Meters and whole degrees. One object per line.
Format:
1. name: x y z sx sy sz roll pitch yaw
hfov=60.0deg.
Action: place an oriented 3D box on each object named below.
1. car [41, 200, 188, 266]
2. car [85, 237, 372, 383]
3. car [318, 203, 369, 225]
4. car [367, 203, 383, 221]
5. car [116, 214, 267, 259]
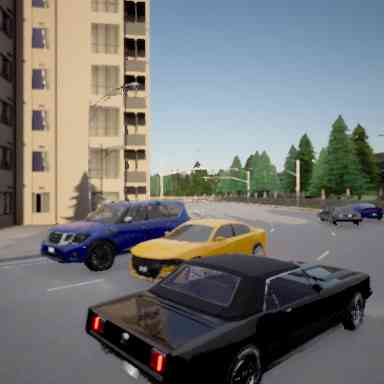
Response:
1. car: -2.292 1.341 11.786 2.150 2.045 5.566 0 0 41
2. car: 0.983 1.645 5.113 4.718 1.301 1.895 0 -1 -42
3. car: 11.247 1.723 25.589 2.033 1.411 5.357 0 -1 6
4. car: 14.710 1.668 29.193 1.882 1.535 5.008 0 -1 2
5. car: 0.432 1.566 9.817 1.882 1.535 5.008 0 0 39
